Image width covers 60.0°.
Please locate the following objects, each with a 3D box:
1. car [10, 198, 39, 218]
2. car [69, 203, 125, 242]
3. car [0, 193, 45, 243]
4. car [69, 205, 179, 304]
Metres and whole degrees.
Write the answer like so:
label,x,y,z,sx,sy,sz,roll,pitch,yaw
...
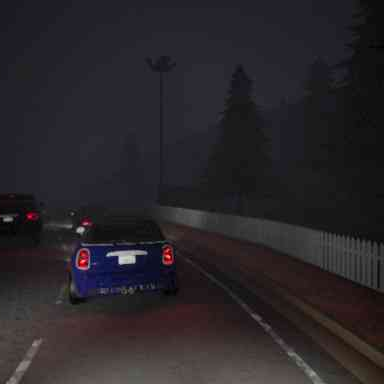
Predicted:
label,x,y,z,sx,sy,sz,roll,pitch,yaw
car,-13.848,1.289,27.645,1.994,1.385,4.181,0,1,-25
car,-5.022,1.369,16.940,2.033,1.411,5.357,0,1,-24
car,-7.843,1.066,14.736,2.150,2.045,5.566,0,1,-24
car,-1.772,1.265,8.264,2.097,1.767,4.553,0,1,-15
